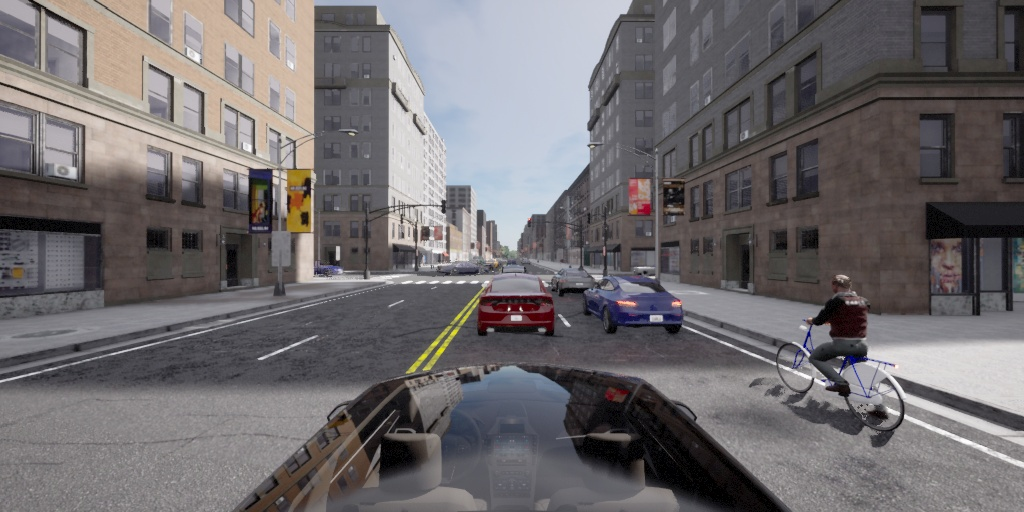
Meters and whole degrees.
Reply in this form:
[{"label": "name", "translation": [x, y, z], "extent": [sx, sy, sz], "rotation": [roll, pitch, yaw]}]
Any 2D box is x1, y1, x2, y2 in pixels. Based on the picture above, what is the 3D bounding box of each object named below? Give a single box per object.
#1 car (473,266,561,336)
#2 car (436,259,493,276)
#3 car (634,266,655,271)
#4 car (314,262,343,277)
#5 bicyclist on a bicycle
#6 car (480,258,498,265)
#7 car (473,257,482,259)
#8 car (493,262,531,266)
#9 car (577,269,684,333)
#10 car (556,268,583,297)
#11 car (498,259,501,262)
[{"label": "car", "translation": [0.097, 1.230, 10.449], "extent": [1.882, 1.535, 5.008], "rotation": [0, 0, 0]}, {"label": "car", "translation": [-5.069, 1.314, 36.936], "extent": [5.357, 1.411, 2.033], "rotation": [0, 0, -31]}, {"label": "car", "translation": [15.031, 1.414, 37.165], "extent": [4.718, 1.301, 1.895], "rotation": [0, 0, 1]}, {"label": "car", "translation": [-18.654, 1.265, 34.322], "extent": [4.674, 1.442, 1.812], "rotation": [0, 0, 0]}, {"label": "bicyclist on a bicycle", "translation": [4.144, 1.121, 4.712], "extent": [0.659, 1.776, 1.843], "rotation": [0, 0, 0]}, {"label": "car", "translation": [-3.371, 1.373, 50.415], "extent": [1.895, 1.301, 4.718], "rotation": [0, 0, 0]}, {"label": "car", "translation": [-6.620, 1.281, 59.467], "extent": [1.837, 1.490, 4.892], "rotation": [0, 0, 0]}, {"label": "car", "translation": [0.091, 1.261, 19.932], "extent": [1.837, 1.490, 4.892], "rotation": [0, 0, 0]}, {"label": "car", "translation": [3.341, 1.278, 10.588], "extent": [1.812, 1.442, 4.674], "rotation": [0, 0, 0]}, {"label": "car", "translation": [3.241, 1.319, 19.187], "extent": [1.994, 1.385, 4.181], "rotation": [0, 0, 0]}, {"label": "car", "translation": [-3.366, 1.254, 59.807], "extent": [1.882, 1.535, 5.008], "rotation": [0, 0, 0]}]
